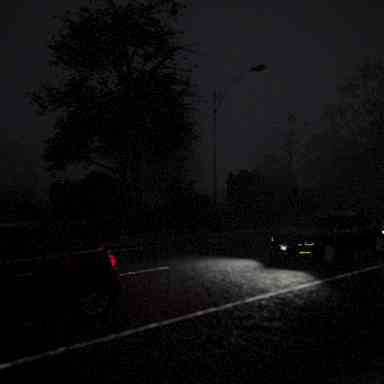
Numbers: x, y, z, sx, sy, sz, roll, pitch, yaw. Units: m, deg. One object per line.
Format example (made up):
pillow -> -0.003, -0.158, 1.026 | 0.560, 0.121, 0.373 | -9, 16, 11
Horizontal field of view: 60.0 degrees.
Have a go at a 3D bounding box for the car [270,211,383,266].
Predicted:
car -> 4.797, 1.444, 11.457 | 4.892, 1.490, 1.837 | 0, 0, -34

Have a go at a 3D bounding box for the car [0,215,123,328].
car -> -3.605, 1.346, 5.661 | 4.553, 1.767, 2.097 | 0, 0, -35
